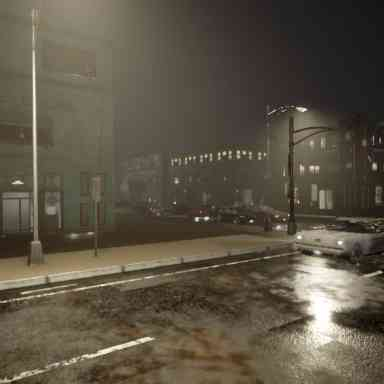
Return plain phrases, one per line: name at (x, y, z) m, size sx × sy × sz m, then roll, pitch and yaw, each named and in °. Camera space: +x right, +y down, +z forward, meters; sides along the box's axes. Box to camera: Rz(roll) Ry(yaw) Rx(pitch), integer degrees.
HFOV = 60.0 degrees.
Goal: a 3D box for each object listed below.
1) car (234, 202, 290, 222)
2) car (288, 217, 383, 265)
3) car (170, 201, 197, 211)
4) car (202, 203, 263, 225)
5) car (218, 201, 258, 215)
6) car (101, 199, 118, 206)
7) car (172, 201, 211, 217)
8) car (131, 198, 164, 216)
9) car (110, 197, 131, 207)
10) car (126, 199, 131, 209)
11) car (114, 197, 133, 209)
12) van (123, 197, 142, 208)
car at (5.514, 1.764, 27.614) m, size 2.033 × 1.411 × 5.357 m, roll -1°, pitch 0°, yaw -36°
car at (5.762, 1.600, 11.791) m, size 4.718 × 1.301 × 1.895 m, roll 0°, pitch 0°, yaw -36°
car at (-1.221, 1.965, 47.049) m, size 1.802 × 1.307 × 4.206 m, roll -2°, pitch 0°, yaw -35°
car at (3.108, 1.814, 26.302) m, size 1.947 × 1.339 × 4.313 m, roll -2°, pitch 0°, yaw -35°
car at (5.197, 1.809, 38.030) m, size 2.008 × 1.369 × 4.403 m, roll -2°, pitch 0°, yaw -35°
car at (-17.270, 2.227, 69.596) m, size 1.887 × 1.381 × 4.507 m, roll -1°, pitch 0°, yaw -35°
car at (-0.295, 1.896, 35.756) m, size 1.994 × 1.385 × 4.181 m, roll -1°, pitch 0°, yaw -37°
car at (-4.842, 1.846, 37.678) m, size 1.967 × 1.590 × 4.097 m, roll -1°, pitch 0°, yaw -35°
car at (-14.066, 1.939, 65.087) m, size 2.192 × 1.841 × 5.009 m, roll -1°, pitch 0°, yaw -35°
car at (-6.392, 1.998, 44.358) m, size 2.033 × 1.411 × 5.357 m, roll -1°, pitch 0°, yaw -35°
car at (-11.362, 2.087, 56.846) m, size 1.812 × 1.442 × 4.674 m, roll -1°, pitch 0°, yaw -35°
van at (-10.856, 1.906, 60.577) m, size 1.690 × 1.788 × 3.998 m, roll -1°, pitch 0°, yaw -35°
